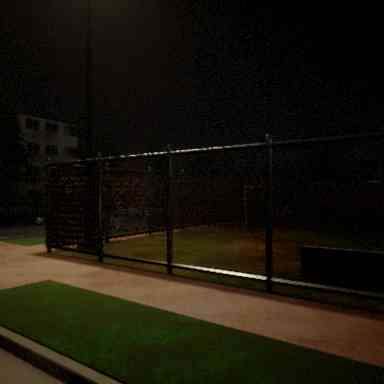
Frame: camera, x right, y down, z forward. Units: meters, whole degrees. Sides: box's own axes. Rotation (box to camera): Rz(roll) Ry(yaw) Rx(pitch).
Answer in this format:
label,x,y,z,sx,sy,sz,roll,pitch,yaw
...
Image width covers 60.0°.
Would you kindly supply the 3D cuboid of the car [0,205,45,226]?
label,x,y,z,sx,sy,sz,roll,pitch,yaw
car,-12.075,1.616,22.459,2.033,1.411,5.357,0,0,35
